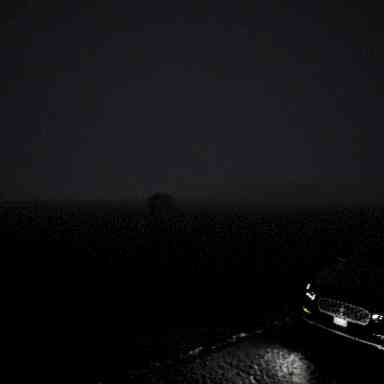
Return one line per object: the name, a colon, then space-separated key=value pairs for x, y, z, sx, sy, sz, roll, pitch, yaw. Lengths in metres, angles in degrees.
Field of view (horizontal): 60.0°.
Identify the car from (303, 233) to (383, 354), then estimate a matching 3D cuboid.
car: x=3.987 y=1.507 z=5.919 sx=4.892 sy=1.490 sz=1.837 roll=0 pitch=0 yaw=-36
